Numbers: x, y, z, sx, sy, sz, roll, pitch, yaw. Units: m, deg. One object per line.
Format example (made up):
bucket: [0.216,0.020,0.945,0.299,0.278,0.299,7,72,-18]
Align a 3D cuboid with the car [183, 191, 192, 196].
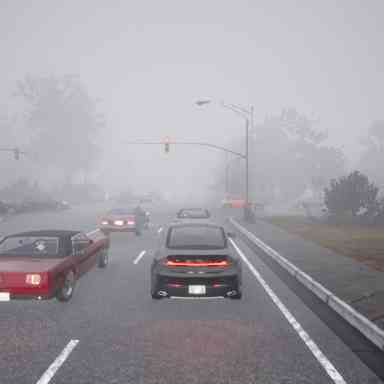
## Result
car: [-1.402,0.460,95.140,2.033,1.411,5.357,0,1,-7]

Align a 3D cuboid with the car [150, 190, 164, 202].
car: [-7.151,0.730,63.481,2.150,2.045,5.566,0,1,-1]

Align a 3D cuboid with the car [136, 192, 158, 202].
car: [-7.180,1.149,53.306,2.033,1.411,5.357,0,0,0]

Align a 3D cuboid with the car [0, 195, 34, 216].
car: [-17.141,1.276,29.378,5.008,1.535,1.882,0,0,-3]

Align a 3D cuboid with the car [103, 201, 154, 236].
car: [-3.442,1.442,17.753,2.033,1.411,5.357,0,0,-1]

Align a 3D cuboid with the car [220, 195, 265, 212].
car: [5.177,1.111,34.182,4.553,1.767,2.097,0,0,-3]

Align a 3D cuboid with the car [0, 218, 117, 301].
car: [-3.411,1.570,8.164,1.895,1.301,4.718,0,0,0]

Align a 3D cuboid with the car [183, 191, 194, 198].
car: [-0.651,0.779,85.262,1.994,1.385,4.181,0,1,-4]

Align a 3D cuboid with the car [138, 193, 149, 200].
car: [-10.724,0.987,73.799,1.895,1.301,4.718,0,1,-1]

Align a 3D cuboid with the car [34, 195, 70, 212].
car: [-14.782,1.114,33.706,4.553,1.767,2.097,0,0,-12]

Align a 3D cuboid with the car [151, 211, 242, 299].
car: [0.090,1.473,8.343,1.837,1.490,4.892,0,0,0]

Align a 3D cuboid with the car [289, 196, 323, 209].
car: [13.675,1.216,38.383,4.902,1.511,2.128,0,0,-3]

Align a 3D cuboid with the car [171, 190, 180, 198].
car: [-4.124,0.760,84.726,2.128,1.511,4.902,0,1,-4]

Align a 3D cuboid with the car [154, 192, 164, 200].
car: [-7.220,0.872,73.671,1.882,1.535,5.008,0,1,-1]

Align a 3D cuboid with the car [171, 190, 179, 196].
car: [-4.882,0.279,94.774,2.097,1.767,4.553,0,1,-7]

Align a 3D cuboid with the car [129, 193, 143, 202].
car: [-10.661,0.984,63.713,1.882,1.535,5.008,0,1,0]

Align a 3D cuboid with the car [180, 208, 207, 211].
car: [0.084,1.496,17.656,1.895,1.301,4.718,0,0,0]

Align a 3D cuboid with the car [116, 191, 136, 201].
car: [-10.679,0.818,53.826,2.150,2.045,5.566,0,0,0]

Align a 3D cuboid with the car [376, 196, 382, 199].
car: [23.759,0.941,38.969,5.566,2.045,2.150,0,0,-3]
